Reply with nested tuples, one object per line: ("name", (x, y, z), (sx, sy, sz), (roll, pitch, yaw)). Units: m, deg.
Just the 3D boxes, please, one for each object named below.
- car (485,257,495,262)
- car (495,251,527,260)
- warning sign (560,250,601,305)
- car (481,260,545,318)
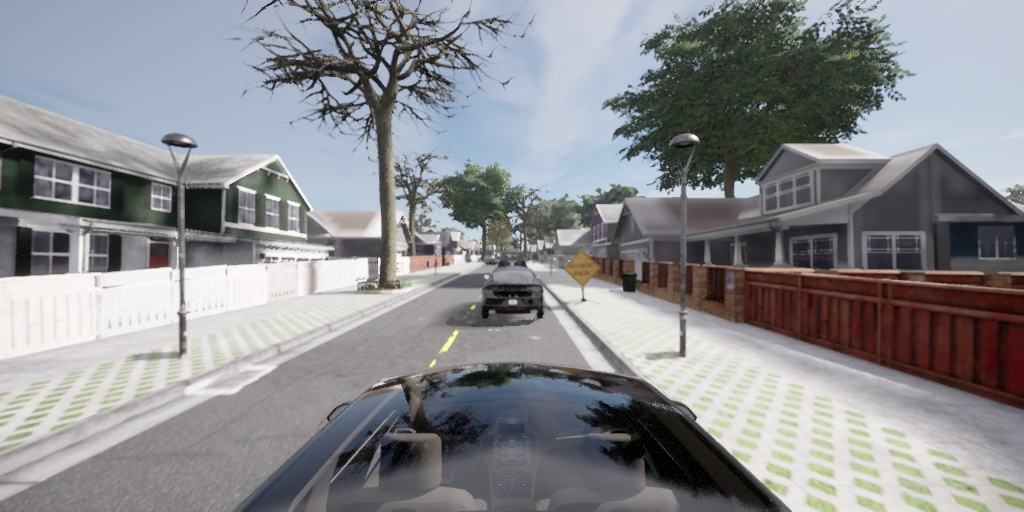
("car", (-2.895, 0.772, 53.071), (1.994, 1.385, 4.181), (0, 0, 0))
("car", (0.027, 0.626, 29.240), (2.150, 2.045, 5.566), (0, 1, 0))
("warning sign", (2.504, 0.712, 12.564), (1.300, 1.860, 1.060), (0, 0, 0))
("car", (0.033, 1.078, 12.304), (1.882, 1.535, 5.008), (0, 1, 0))
